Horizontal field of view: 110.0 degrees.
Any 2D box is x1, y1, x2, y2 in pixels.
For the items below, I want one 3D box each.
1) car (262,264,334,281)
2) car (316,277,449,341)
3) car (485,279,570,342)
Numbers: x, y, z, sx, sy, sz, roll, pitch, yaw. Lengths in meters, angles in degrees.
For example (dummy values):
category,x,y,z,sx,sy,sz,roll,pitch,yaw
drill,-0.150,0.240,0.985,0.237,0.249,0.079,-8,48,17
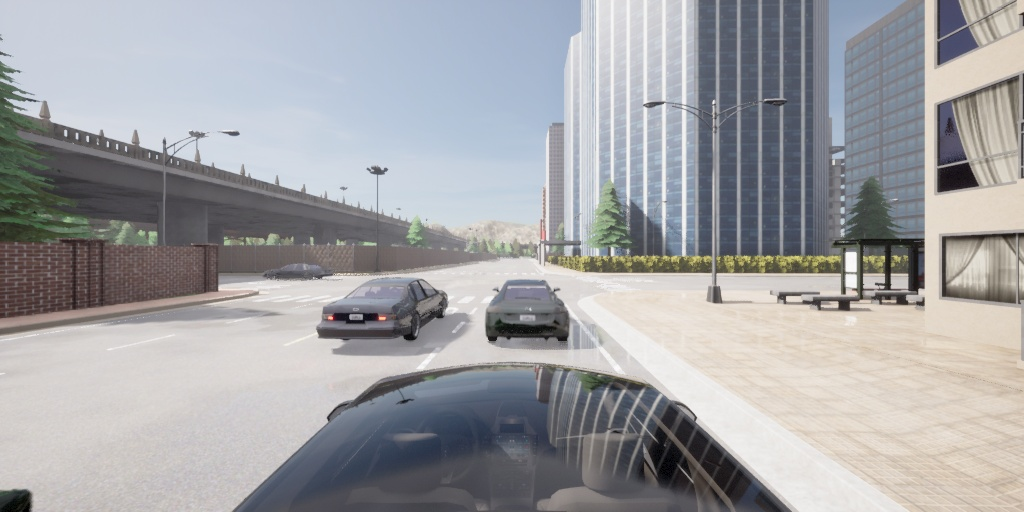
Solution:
category,x,y,z,sx,sy,sz,roll,pitch,yaw
car,-18.303,1.353,30.782,5.357,1.411,2.033,0,0,2
car,-3.124,1.297,9.863,2.033,1.411,5.357,0,0,2
car,0.394,1.314,9.808,1.994,1.385,4.181,0,0,2
